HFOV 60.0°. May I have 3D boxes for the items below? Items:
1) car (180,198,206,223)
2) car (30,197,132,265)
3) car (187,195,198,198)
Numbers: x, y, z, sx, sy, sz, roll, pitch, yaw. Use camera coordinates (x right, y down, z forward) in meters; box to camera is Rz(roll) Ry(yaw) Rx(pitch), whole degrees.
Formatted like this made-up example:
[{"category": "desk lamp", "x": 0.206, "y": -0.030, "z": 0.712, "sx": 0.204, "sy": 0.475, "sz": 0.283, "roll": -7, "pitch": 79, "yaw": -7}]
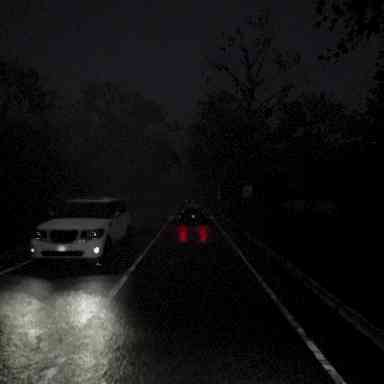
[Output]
[{"category": "car", "x": 0.095, "y": 1.461, "z": 25.149, "sx": 1.812, "sy": 1.442, "sz": 4.674, "roll": 0, "pitch": 0, "yaw": 0}, {"category": "car", "x": -3.602, "y": 1.207, "z": 11.967, "sx": 2.150, "sy": 2.045, "sz": 5.566, "roll": 0, "pitch": 0, "yaw": 0}, {"category": "car", "x": 0.092, "y": 1.192, "z": 42.421, "sx": 2.097, "sy": 1.767, "sz": 4.553, "roll": 0, "pitch": 0, "yaw": 0}]
